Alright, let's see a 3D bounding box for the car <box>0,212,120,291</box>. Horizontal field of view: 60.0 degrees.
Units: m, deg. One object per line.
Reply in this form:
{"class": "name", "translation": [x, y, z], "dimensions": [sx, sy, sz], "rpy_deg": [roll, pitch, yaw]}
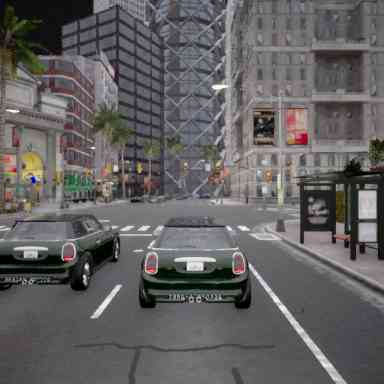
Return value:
{"class": "car", "translation": [-3.422, 1.352, 9.208], "dimensions": [2.097, 1.767, 4.553], "rpy_deg": [0, 0, 0]}

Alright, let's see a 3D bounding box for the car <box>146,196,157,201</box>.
{"class": "car", "translation": [-10.302, 1.595, 85.212], "dimensions": [1.895, 1.301, 4.718], "rpy_deg": [0, 0, 3]}

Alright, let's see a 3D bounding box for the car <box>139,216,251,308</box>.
{"class": "car", "translation": [0.070, 1.352, 8.063], "dimensions": [2.097, 1.767, 4.553], "rpy_deg": [0, 0, 0]}

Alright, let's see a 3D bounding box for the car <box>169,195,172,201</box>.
{"class": "car", "translation": [-6.721, 1.540, 85.927], "dimensions": [2.033, 1.411, 5.357], "rpy_deg": [0, 0, 3]}

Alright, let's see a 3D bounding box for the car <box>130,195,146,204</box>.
{"class": "car", "translation": [-10.496, 1.601, 63.106], "dimensions": [1.895, 1.301, 4.718], "rpy_deg": [0, 0, 0]}

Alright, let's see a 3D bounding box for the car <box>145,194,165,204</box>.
{"class": "car", "translation": [-6.996, 1.491, 63.283], "dimensions": [2.128, 1.511, 4.902], "rpy_deg": [0, 0, 0]}

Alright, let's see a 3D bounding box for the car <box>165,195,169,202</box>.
{"class": "car", "translation": [-6.940, 1.524, 75.293], "dimensions": [1.812, 1.442, 4.674], "rpy_deg": [0, 0, 0]}

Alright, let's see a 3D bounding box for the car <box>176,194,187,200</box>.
{"class": "car", "translation": [-2.711, 1.540, 89.546], "dimensions": [2.033, 1.411, 5.357], "rpy_deg": [0, 0, 13]}
